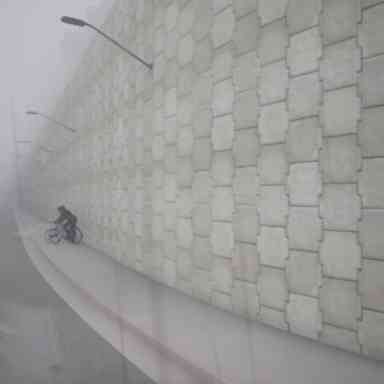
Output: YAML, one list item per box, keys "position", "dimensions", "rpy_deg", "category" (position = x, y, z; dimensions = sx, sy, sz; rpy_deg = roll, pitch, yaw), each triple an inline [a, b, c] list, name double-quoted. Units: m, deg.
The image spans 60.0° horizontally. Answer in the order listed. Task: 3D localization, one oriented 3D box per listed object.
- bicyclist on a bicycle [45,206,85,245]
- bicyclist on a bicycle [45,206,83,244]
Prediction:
- position: [-5.696, 1.444, 14.952]
  dimensions: [0.582, 1.620, 1.656]
  rpy_deg: [-1, -2, 32]
  category: "bicyclist on a bicycle"
- position: [-5.543, 1.451, 14.363]
  dimensions: [1.656, 1.620, 0.582]
  rpy_deg: [0, -2, 0]
  category: "bicyclist on a bicycle"
